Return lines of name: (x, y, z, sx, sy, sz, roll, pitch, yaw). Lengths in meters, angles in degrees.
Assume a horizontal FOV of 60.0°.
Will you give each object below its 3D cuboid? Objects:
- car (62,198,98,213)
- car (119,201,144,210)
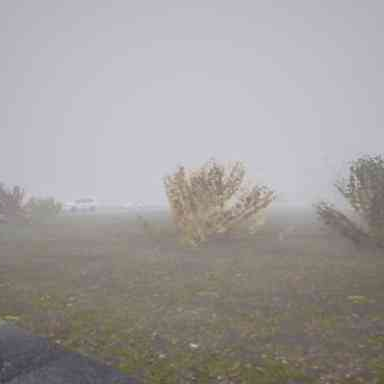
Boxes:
car: (-16.211, 1.928, 48.055, 2.150, 2.045, 5.566, -2, -2, 36)
car: (-10.173, 2.343, 56.406, 1.812, 1.442, 4.674, -2, -2, 36)
